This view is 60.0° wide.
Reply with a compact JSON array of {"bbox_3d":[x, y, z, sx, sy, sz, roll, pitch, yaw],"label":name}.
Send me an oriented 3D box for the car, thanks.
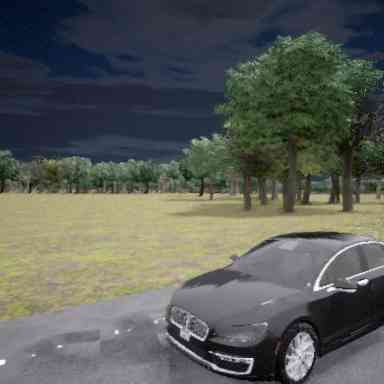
[{"bbox_3d":[1.894,1.448,5.332,4.892,1.490,1.837,0,0,-35],"label":"car"}]
